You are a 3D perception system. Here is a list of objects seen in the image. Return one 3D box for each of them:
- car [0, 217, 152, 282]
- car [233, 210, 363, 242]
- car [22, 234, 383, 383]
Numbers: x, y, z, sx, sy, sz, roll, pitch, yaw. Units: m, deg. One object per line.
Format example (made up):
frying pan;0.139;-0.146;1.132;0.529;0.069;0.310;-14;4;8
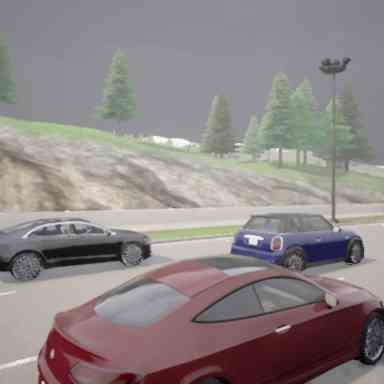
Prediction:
car;-3.509;1.512;9.840;4.902;1.511;2.128;1;0;-36
car;3.433;1.417;10.495;4.553;1.767;2.097;1;0;-36
car;0.631;1.547;4.196;4.674;1.442;1.812;1;0;-36
